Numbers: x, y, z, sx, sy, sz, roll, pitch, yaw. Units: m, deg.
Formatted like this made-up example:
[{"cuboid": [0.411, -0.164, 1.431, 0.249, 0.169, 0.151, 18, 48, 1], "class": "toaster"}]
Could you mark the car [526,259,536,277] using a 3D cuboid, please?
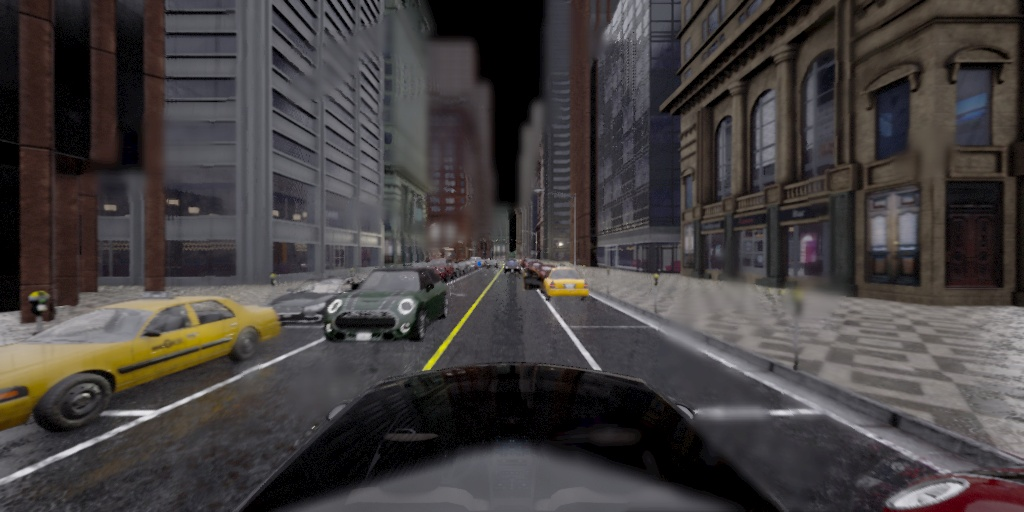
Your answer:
[{"cuboid": [2.762, 1.301, 39.576, 1.802, 1.307, 4.207, 0, 0, 0], "class": "car"}]

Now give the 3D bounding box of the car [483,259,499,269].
[{"cuboid": [-3.000, 1.240, 56.023, 1.837, 1.490, 4.892, 0, 0, 0], "class": "car"}]

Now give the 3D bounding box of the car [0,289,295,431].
[{"cuboid": [-5.763, 1.271, 5.582, 1.751, 1.417, 4.829, 0, 0, 0], "class": "car"}]

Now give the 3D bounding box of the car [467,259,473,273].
[{"cuboid": [-5.763, 1.285, 39.571, 1.948, 1.339, 4.313, 0, 0, 0], "class": "car"}]

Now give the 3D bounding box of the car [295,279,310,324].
[{"cuboid": [-5.763, 1.291, 11.388, 2.007, 1.370, 4.403, 0, 0, 0], "class": "car"}]

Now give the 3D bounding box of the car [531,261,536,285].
[{"cuboid": [2.762, 1.309, 28.304, 1.802, 1.307, 4.207, 0, 0, 0], "class": "car"}]

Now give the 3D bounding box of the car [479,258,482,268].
[{"cuboid": [-5.763, 1.295, 50.845, 1.802, 1.307, 4.207, 0, 0, 0], "class": "car"}]

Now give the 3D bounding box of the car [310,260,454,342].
[{"cuboid": [-3.100, 1.094, 9.760, 2.097, 1.767, 4.553, 0, 0, 0], "class": "car"}]

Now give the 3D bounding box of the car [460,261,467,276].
[{"cuboid": [-5.763, 1.289, 33.935, 1.948, 1.339, 4.313, 0, 0, 0], "class": "car"}]

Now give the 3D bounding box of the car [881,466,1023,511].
[{"cuboid": [2.762, 1.192, 0.122, 1.967, 1.591, 4.097, 0, 0, 0], "class": "car"}]

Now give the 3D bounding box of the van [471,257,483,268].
[{"cuboid": [-5.763, 1.052, 56.481, 1.690, 1.789, 3.998, 0, 0, 0], "class": "van"}]

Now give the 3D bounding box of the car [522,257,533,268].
[{"cuboid": [2.762, 1.153, 50.849, 1.967, 1.591, 4.097, 0, 0, 0], "class": "car"}]

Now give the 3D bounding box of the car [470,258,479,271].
[{"cuboid": [-5.763, 1.266, 45.207, 2.007, 1.370, 4.403, 0, 0, 0], "class": "car"}]

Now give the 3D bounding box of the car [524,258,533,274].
[{"cuboid": [2.762, 1.298, 45.213, 1.802, 1.307, 4.207, 0, 0, 0], "class": "car"}]

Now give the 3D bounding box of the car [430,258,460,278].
[{"cuboid": [-5.763, 1.042, 28.298, 2.192, 1.841, 5.009, 0, 0, 0], "class": "car"}]

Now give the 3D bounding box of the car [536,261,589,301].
[{"cuboid": [2.350, 1.192, 17.191, 1.801, 1.575, 5.366, 0, 0, 0], "class": "car"}]

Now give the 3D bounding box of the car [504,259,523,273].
[{"cuboid": [0.052, 1.319, 41.641, 1.895, 1.301, 4.718, 0, 0, 1], "class": "car"}]
